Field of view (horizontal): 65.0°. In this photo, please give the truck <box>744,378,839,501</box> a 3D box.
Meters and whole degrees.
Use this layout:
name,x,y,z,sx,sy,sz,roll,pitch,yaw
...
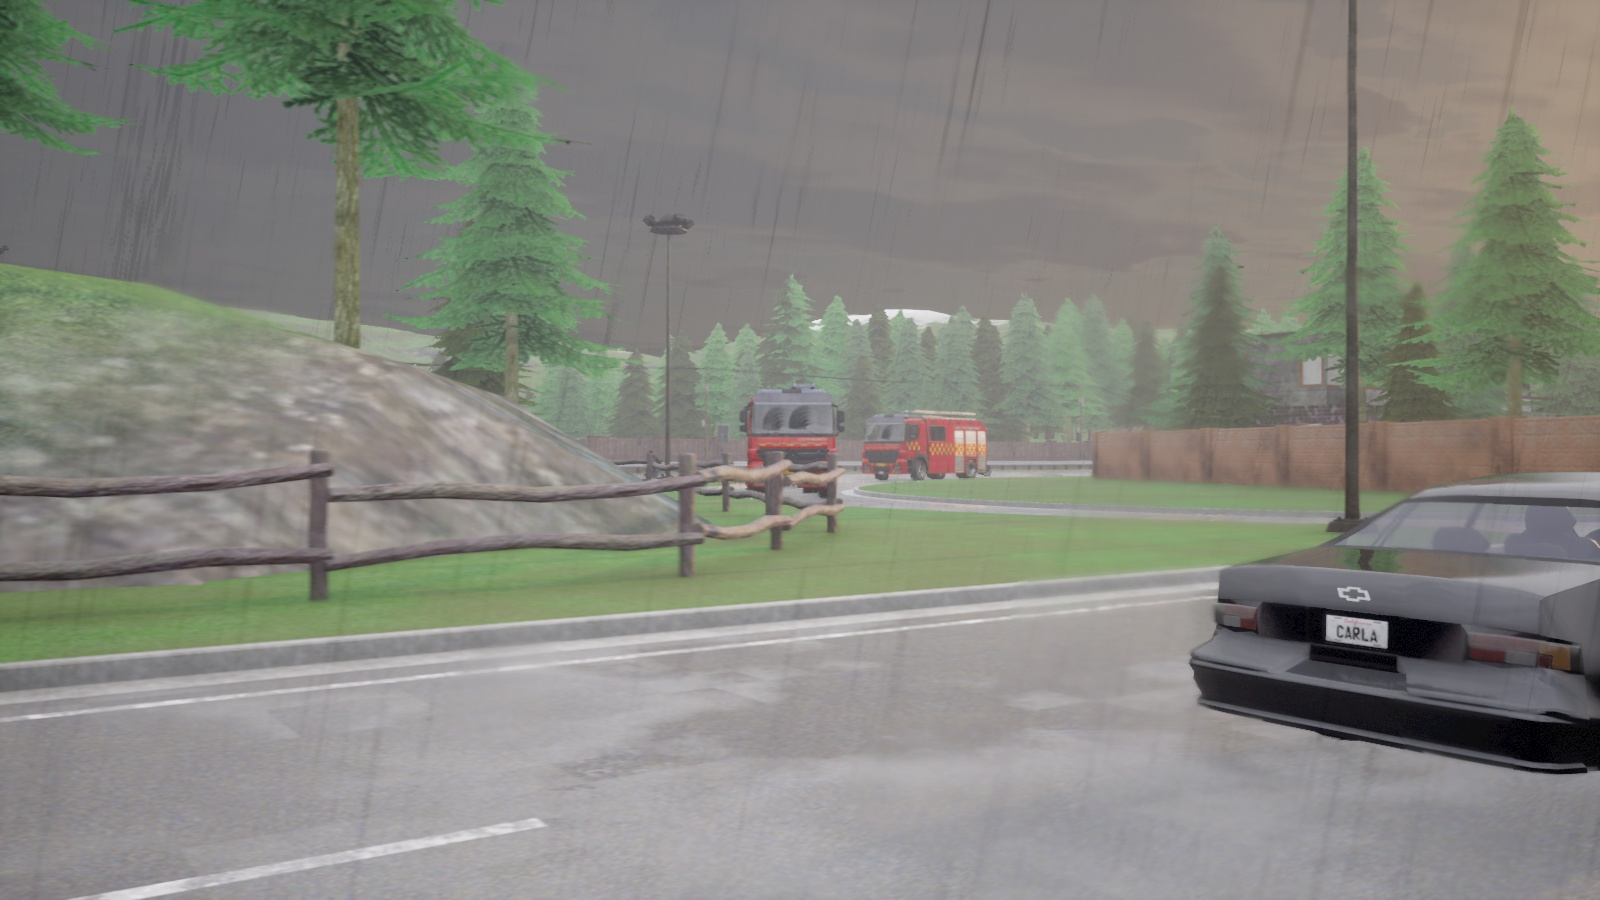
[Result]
name,x,y,z,sx,sy,sz,roll,pitch,yaw
truck,-0.454,-0.312,43.508,2.891,3.827,8.468,0,0,-3

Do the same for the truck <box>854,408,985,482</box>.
name,x,y,z,sx,sy,sz,roll,pitch,yaw
truck,6.711,-0.265,69.258,2.891,3.827,8.468,0,0,40

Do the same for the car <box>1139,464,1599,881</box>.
name,x,y,z,sx,sy,sz,roll,pitch,yaw
car,4.408,0.799,6.730,5.357,1.411,2.033,0,0,-35
